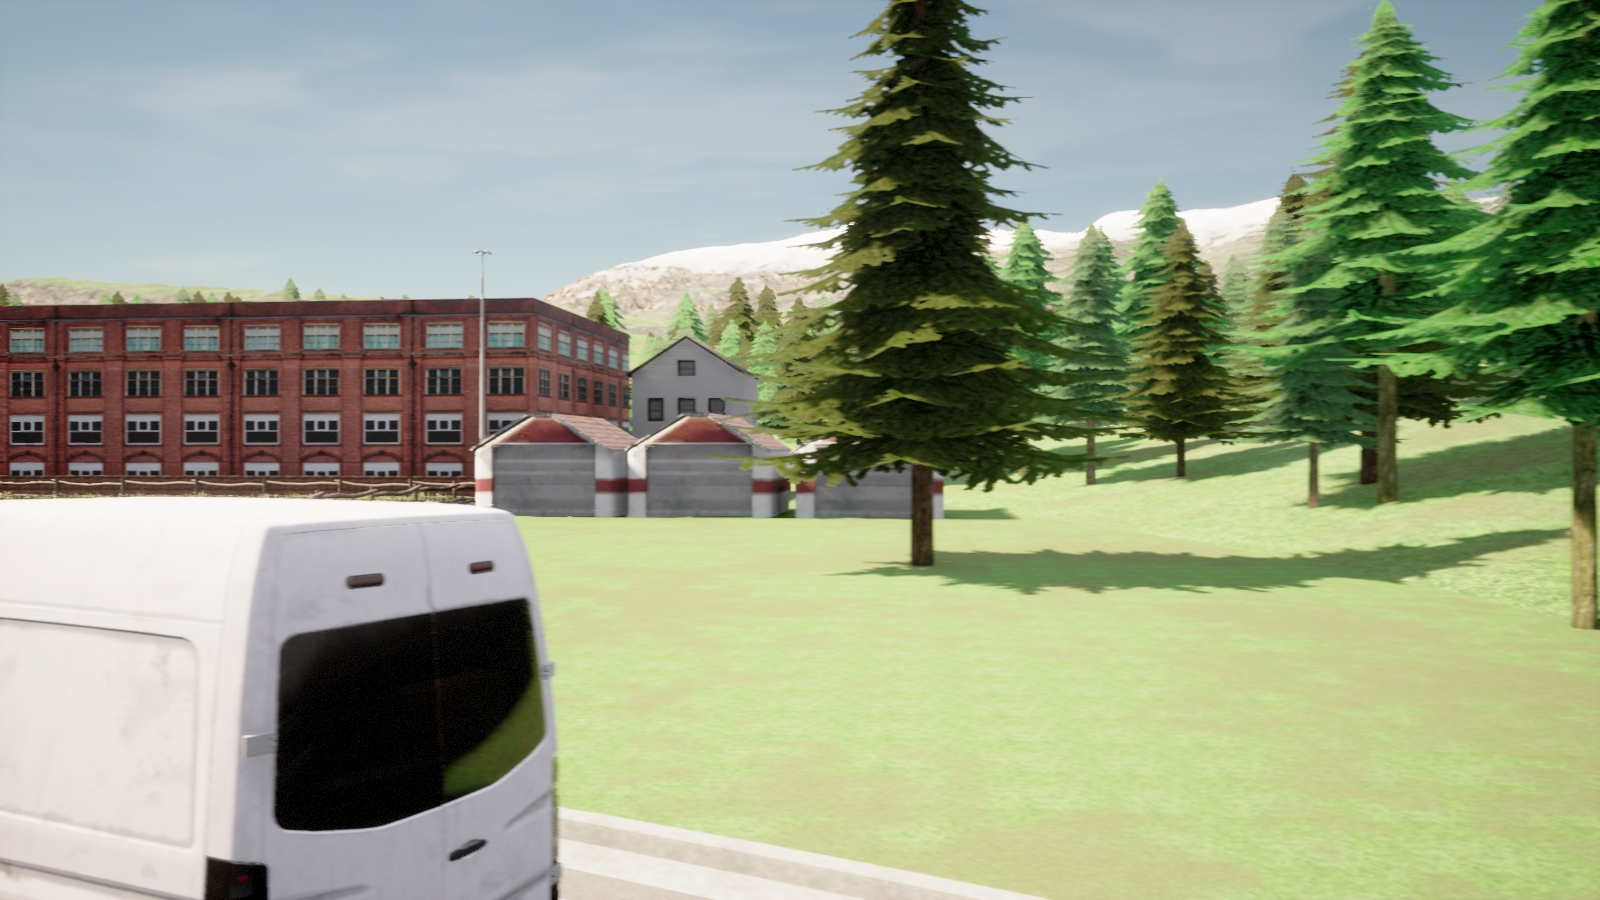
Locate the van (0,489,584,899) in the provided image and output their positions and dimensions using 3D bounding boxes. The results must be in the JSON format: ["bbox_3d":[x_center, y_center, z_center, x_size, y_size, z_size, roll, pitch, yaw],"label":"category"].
[{"bbox_3d":[-4.192,1.539,6.131,5.915,2.561,1.988,0,-1,26],"label":"van"}]
